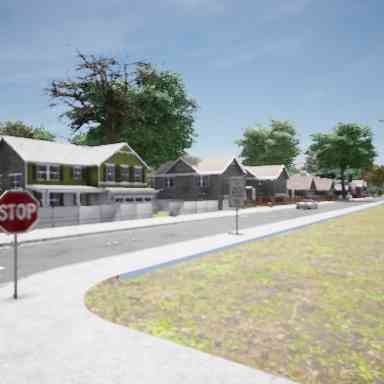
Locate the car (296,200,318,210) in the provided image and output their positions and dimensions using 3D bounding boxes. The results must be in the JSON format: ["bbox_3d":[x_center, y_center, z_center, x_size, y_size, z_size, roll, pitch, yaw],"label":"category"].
[{"bbox_3d":[15.782,1.712,45.581,1.895,1.301,4.718,-1,0,35],"label":"car"}]
